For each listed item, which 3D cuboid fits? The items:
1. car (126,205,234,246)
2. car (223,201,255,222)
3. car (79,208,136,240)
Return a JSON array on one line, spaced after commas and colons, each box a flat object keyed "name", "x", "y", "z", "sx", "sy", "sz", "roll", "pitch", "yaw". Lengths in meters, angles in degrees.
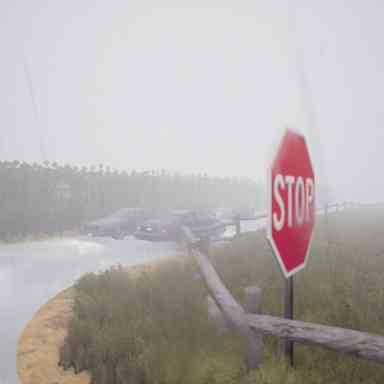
[{"name": "car", "x": -0.316, "y": 1.553, "z": 15.471, "sx": 2.033, "sy": 1.411, "sz": 5.357, "roll": 0, "pitch": 0, "yaw": 34}, {"name": "car", "x": 3.348, "y": 1.500, "z": 26.498, "sx": 2.128, "sy": 1.511, "sz": 4.902, "roll": 0, "pitch": 0, "yaw": 35}, {"name": "car", "x": -3.150, "y": 1.556, "z": 17.358, "sx": 2.033, "sy": 1.411, "sz": 5.357, "roll": 0, "pitch": 0, "yaw": 35}]
